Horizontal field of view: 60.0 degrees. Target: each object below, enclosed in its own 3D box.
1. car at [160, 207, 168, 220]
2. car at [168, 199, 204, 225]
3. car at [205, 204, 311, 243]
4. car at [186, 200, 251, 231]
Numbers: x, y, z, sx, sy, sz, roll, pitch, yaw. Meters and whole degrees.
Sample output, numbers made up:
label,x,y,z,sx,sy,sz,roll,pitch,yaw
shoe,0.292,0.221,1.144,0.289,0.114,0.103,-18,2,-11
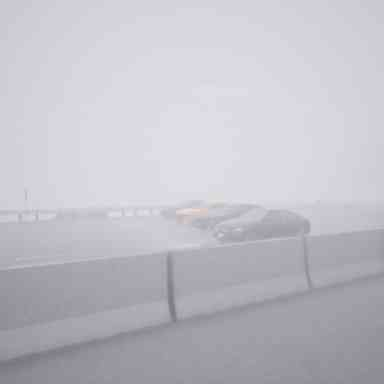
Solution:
label,x,y,z,sx,sy,sz,roll,pitch,yaw
car,0.092,1.284,24.661,5.008,1.535,1.882,0,0,-30
car,1.275,1.311,21.298,5.008,1.535,1.882,0,0,-31
car,3.115,1.416,14.229,4.674,1.442,1.812,0,0,-31
car,2.445,1.339,17.922,5.008,1.535,1.882,0,0,-31
